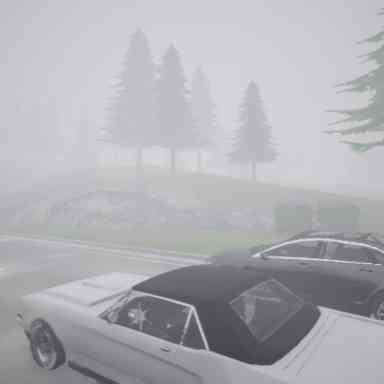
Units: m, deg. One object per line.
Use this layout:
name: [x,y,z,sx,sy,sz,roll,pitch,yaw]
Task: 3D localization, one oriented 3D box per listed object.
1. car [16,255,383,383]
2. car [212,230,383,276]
car: [-0.142,1.629,4.095,4.718,1.301,1.895,-1,-1,35]
car: [2.493,1.510,6.514,4.902,1.511,2.128,-1,-1,35]
